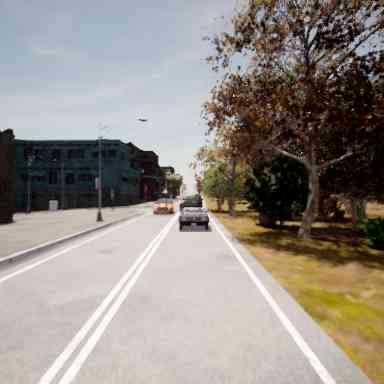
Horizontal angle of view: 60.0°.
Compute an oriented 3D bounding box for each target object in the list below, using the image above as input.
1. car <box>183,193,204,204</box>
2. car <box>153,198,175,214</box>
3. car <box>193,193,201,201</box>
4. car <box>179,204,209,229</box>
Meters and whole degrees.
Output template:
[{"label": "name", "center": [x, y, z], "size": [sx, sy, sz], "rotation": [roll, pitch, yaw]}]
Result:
[{"label": "car", "center": [0.318, 1.419, 42.743], "size": [2.150, 2.045, 5.566], "rotation": [0, 0, 1]}, {"label": "car", "center": [-3.114, 1.527, 37.325], "size": [2.097, 1.767, 4.553], "rotation": [0, 0, 1]}, {"label": "car", "center": [1.439, 1.392, 88.502], "size": [2.150, 2.045, 5.566], "rotation": [0, 0, 2]}, {"label": "car", "center": [0.123, 1.680, 22.234], "size": [1.895, 1.301, 4.718], "rotation": [0, 0, 0]}]
